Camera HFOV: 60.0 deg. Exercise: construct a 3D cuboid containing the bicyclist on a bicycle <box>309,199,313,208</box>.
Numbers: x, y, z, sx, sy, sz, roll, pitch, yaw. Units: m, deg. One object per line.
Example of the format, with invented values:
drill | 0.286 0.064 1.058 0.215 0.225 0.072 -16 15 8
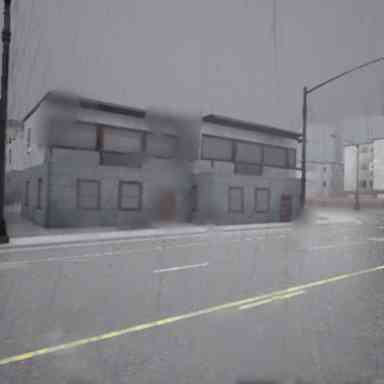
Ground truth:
bicyclist on a bicycle | 19.894 1.954 55.506 0.582 1.620 1.656 2 0 44
